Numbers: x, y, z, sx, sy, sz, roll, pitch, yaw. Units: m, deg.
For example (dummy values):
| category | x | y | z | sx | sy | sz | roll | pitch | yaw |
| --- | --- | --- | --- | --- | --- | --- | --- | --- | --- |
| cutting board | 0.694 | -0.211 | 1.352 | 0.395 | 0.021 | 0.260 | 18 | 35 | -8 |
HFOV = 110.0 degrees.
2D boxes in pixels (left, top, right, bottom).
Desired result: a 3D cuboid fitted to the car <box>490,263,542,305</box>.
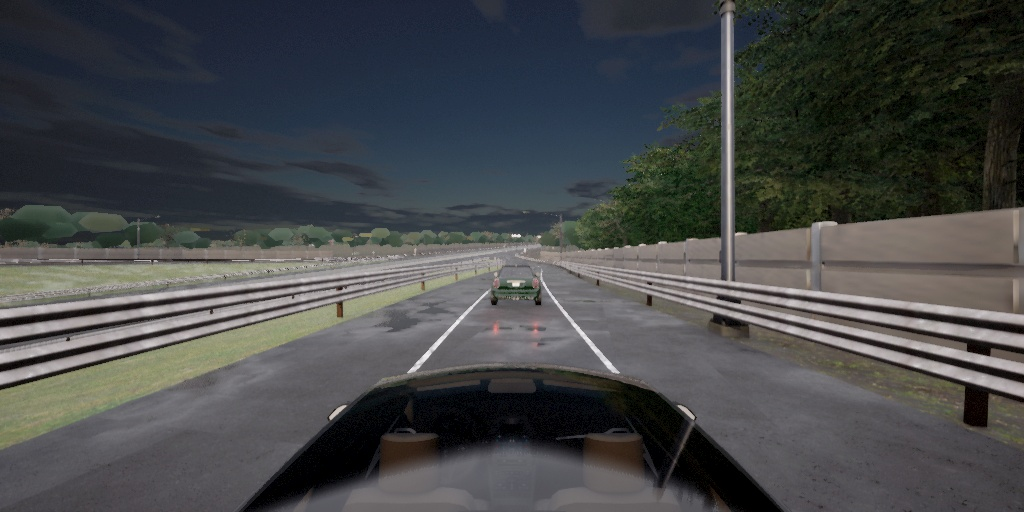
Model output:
| category | x | y | z | sx | sy | sz | roll | pitch | yaw |
| --- | --- | --- | --- | --- | --- | --- | --- | --- | --- |
| car | 0.223 | 1.162 | 16.393 | 2.097 | 1.767 | 4.553 | 0 | 0 | 2 |
